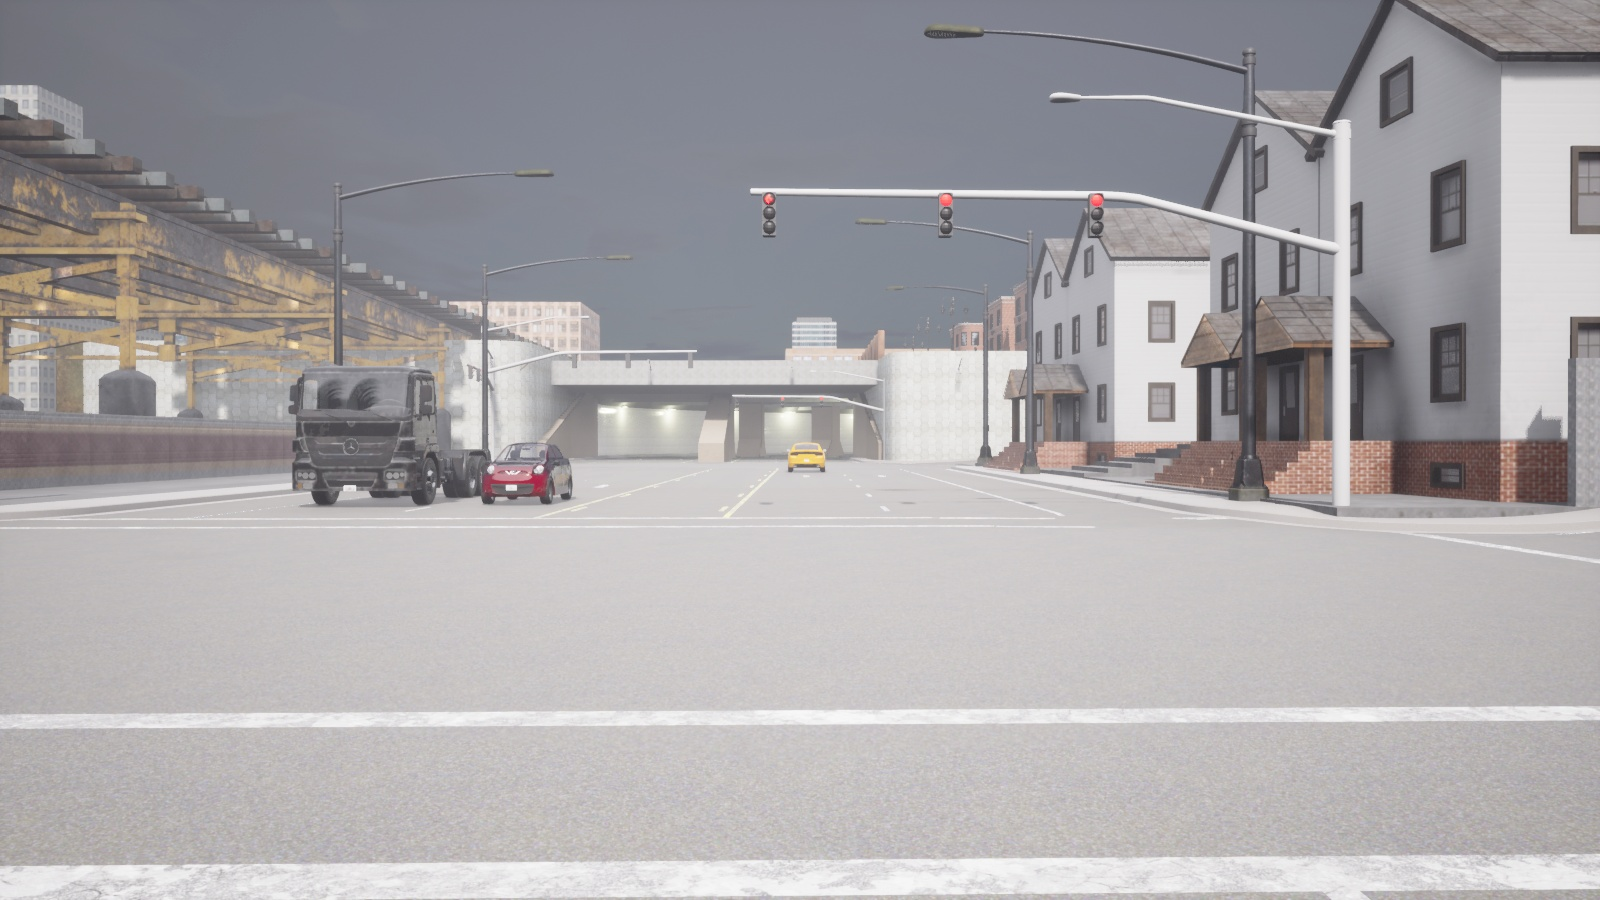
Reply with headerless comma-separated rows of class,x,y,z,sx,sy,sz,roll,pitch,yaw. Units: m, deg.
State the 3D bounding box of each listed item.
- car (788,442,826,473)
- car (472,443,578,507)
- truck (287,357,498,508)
car,0.343,0.357,65.105,1.882,1.535,5.008,0,0,0
car,-6.827,0.577,31.538,1.845,1.501,3.633,0,0,0
truck,-10.319,-0.429,32.822,2.891,3.462,7.936,0,0,0
